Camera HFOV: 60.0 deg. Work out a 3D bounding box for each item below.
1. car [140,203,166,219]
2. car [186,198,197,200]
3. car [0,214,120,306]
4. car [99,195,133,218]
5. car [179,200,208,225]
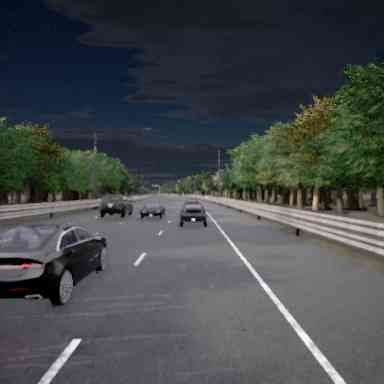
[{"bbox_3d":[-3.424,1.661,29.943,1.895,1.301,4.718,0,0,0],"label":"car"},{"bbox_3d":[-0.052,1.591,42.232,1.837,1.490,4.892,0,0,-1],"label":"car"},{"bbox_3d":[-3.402,1.507,8.022,2.128,1.511,4.902,0,0,0],"label":"car"},{"bbox_3d":[-6.928,1.284,30.826,2.150,2.045,5.566,0,0,0],"label":"car"},{"bbox_3d":[0.092,1.553,24.174,1.837,1.490,4.892,0,0,0],"label":"car"}]
